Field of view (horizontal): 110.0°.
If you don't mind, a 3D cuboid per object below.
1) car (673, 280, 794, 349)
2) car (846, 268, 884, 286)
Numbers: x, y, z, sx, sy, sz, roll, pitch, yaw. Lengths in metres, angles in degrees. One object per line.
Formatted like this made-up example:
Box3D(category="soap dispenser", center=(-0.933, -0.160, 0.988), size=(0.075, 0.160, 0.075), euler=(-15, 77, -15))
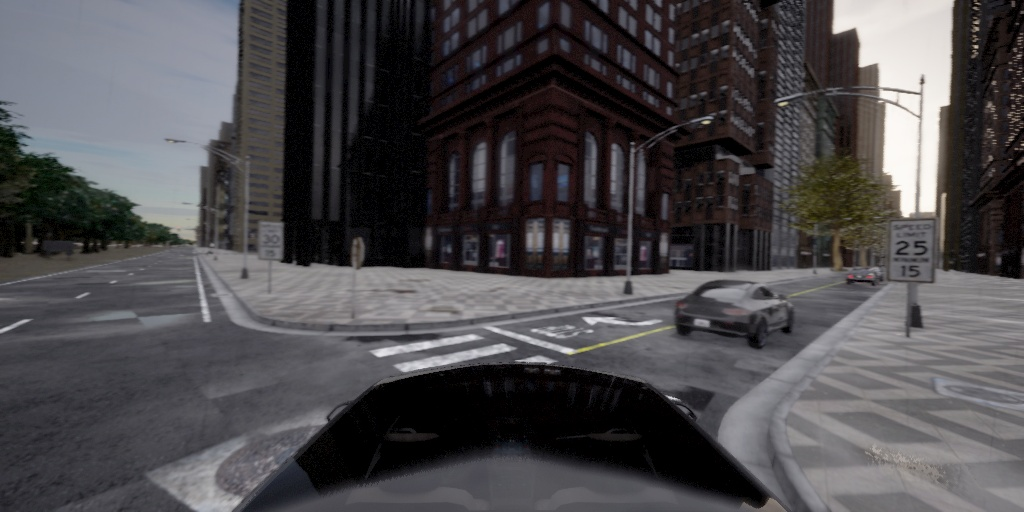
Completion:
Box3D(category="car", center=(5.978, 1.365, 9.555), size=(4.674, 1.442, 1.812), euler=(1, 1, -42))
Box3D(category="car", center=(31.417, 1.864, 32.130), size=(5.357, 1.411, 2.033), euler=(1, 1, -42))
